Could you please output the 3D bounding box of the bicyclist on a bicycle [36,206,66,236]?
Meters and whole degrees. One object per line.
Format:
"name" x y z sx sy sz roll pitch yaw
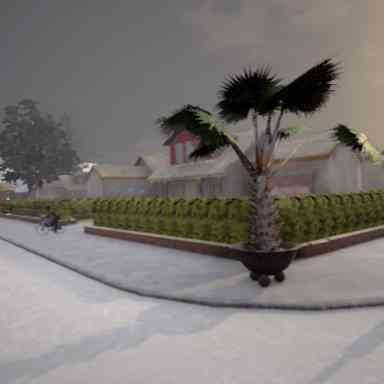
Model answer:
"bicyclist on a bicycle" -7.982 1.623 18.874 1.656 1.620 0.582 -2 0 -40
